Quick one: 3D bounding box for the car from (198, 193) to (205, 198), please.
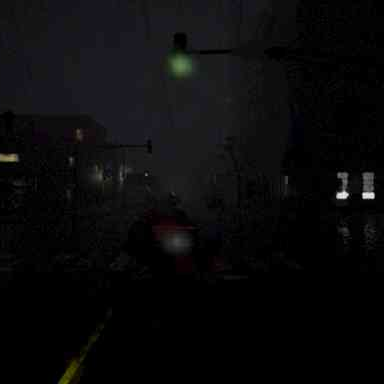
[{"bbox_3d":[2.697,0.994,93.753,1.752,1.417,4.829,1,0,0],"label":"car"}]

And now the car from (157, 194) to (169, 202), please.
[{"bbox_3d":[-5.683,1.191,65.922,1.947,1.339,4.313,1,0,0],"label":"car"}]

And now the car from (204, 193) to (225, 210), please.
[{"bbox_3d":[2.701,1.222,38.235,1.967,1.590,4.097,1,0,0],"label":"car"}]

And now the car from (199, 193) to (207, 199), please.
[{"bbox_3d":[2.697,1.077,82.514,1.887,1.381,4.507,1,0,0],"label":"car"}]

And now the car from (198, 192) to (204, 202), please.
[{"bbox_3d":[2.698,1.150,66.080,1.752,1.417,4.829,1,0,0],"label":"car"}]

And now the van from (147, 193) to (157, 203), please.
[{"bbox_3d":[-5.678,1.060,49.318,1.690,1.788,3.998,1,0,0],"label":"van"}]

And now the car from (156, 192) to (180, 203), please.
[{"bbox_3d":[-3.095,1.104,43.484,2.097,1.767,4.553,0,0,0],"label":"car"}]

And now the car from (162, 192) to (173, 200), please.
[{"bbox_3d":[-5.679,0.878,76.989,2.192,1.841,5.009,1,0,0],"label":"car"}]

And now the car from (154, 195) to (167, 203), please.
[{"bbox_3d":[-5.683,1.238,60.388,1.802,1.307,4.206,1,0,0],"label":"car"}]

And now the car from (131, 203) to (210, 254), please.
[{"bbox_3d":[-1.234,1.415,13.243,2.128,1.511,4.902,0,0,-18],"label":"car"}]

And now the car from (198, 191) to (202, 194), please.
[{"bbox_3d":[2.698,1.119,71.615,1.752,1.417,4.829,1,0,0],"label":"car"}]
